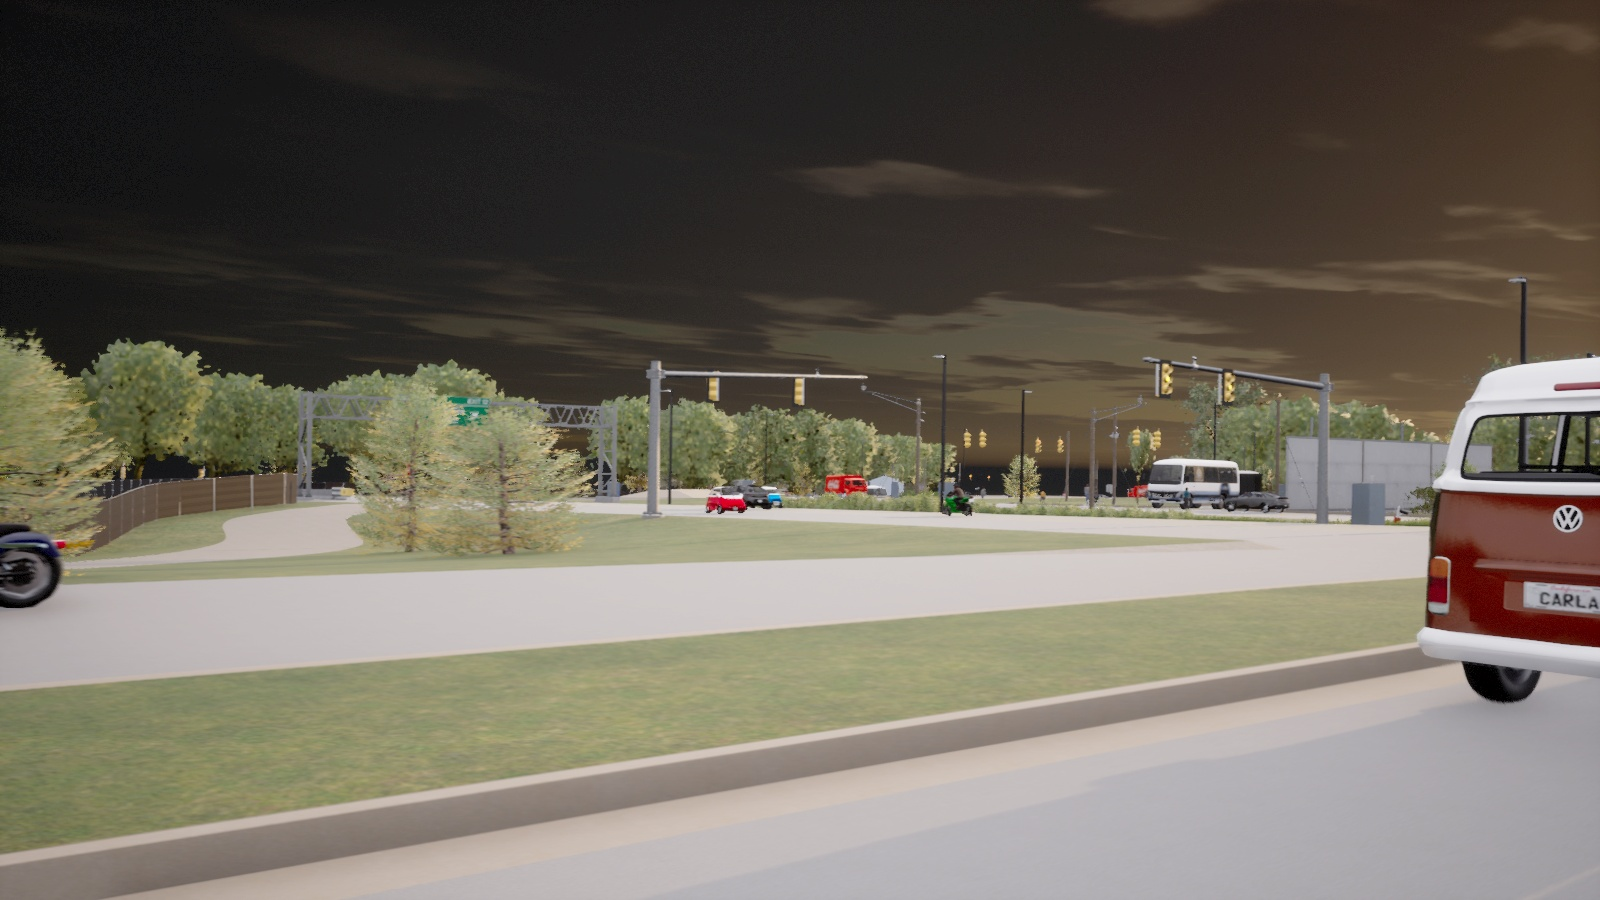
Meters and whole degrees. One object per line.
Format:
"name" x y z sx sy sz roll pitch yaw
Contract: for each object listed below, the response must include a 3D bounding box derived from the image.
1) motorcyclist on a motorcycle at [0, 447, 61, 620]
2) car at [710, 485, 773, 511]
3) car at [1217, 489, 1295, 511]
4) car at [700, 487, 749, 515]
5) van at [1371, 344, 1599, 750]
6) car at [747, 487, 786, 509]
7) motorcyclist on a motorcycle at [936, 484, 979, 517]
"motorcyclist on a motorcycle" -8.422 0.812 11.930 2.350 1.649 0.766 -1 1 -34
"car" -3.498 2.825 74.493 1.816 1.474 4.193 1 -2 -35
"car" 32.513 3.549 89.599 2.128 1.511 4.902 1 -1 -34
"car" -3.768 2.520 62.580 1.481 1.376 2.207 1 -2 -35
"van" 5.752 0.487 7.716 4.480 2.038 2.069 0 -1 -35
"car" -2.097 2.986 78.619 1.481 1.376 2.207 1 -2 -35
"motorcyclist on a motorcycle" 7.365 2.337 58.792 0.797 1.523 2.044 1 -2 -35
